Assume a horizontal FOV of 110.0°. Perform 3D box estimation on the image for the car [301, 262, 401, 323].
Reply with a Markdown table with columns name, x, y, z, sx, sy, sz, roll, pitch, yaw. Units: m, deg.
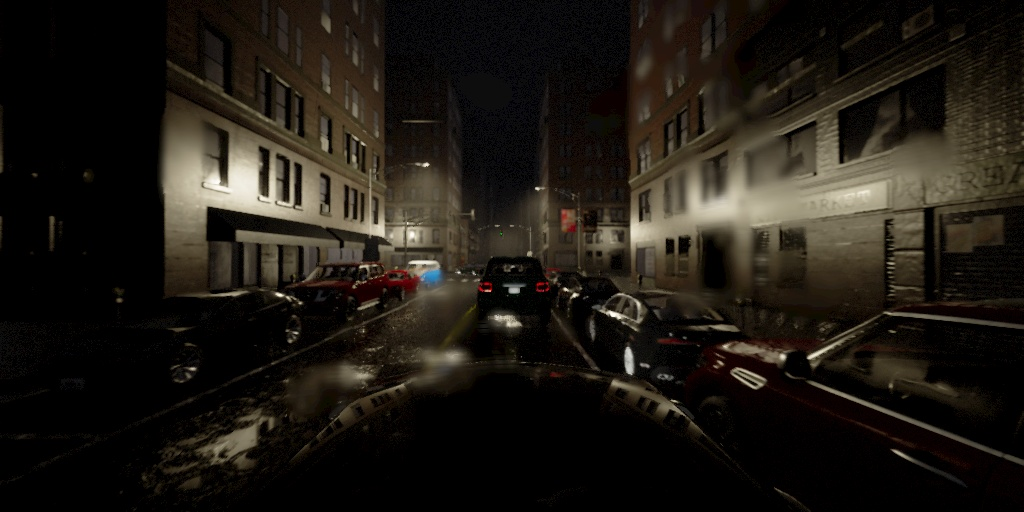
| name | x | y | z | sx | sy | sz | roll | pitch | yaw |
| --- | --- | --- | --- | --- | --- | --- | --- | --- | --- |
| car | -5.852 | 1.131 | 12.540 | 2.192 | 1.841 | 5.009 | 0 | 0 | 0 |

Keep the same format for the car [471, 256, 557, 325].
| name | x | y | z | sx | sy | sz | roll | pitch | yaw |
| --- | --- | --- | --- | --- | --- | --- | --- | --- | --- |
| car | 0.041 | 1.036 | 12.288 | 2.150 | 2.045 | 5.566 | 0 | 0 | 0 |

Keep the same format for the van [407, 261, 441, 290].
| name | x | y | z | sx | sy | sz | roll | pitch | yaw |
| --- | --- | --- | --- | --- | --- | --- | --- | --- | --- |
| van | -5.846 | 1.226 | 23.712 | 1.690 | 1.789 | 3.998 | 0 | 0 | 0 |

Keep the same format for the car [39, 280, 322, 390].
| name | x | y | z | sx | sy | sz | roll | pitch | yaw |
| --- | --- | --- | --- | --- | --- | --- | --- | --- | --- |
| car | -5.855 | 1.348 | 6.955 | 1.948 | 1.339 | 4.313 | 0 | 0 | 0 |

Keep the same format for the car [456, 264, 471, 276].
| name | x | y | z | sx | sy | sz | roll | pitch | yaw |
| --- | --- | --- | --- | --- | --- | --- | --- | --- | --- |
| car | -4.479 | 1.542 | 40.257 | 1.994 | 1.385 | 4.181 | 1 | -1 | -45 |

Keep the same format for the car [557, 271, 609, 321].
| name | x | y | z | sx | sy | sz | roll | pitch | yaw |
| --- | --- | --- | --- | --- | --- | --- | --- | --- | --- |
| car | 2.673 | 1.383 | 12.540 | 1.948 | 1.339 | 4.313 | 0 | 0 | 0 |

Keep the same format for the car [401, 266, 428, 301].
| name | x | y | z | sx | sy | sz | roll | pitch | yaw |
| --- | --- | --- | --- | --- | --- | --- | --- | --- | --- |
| car | -5.849 | 1.396 | 18.127 | 1.888 | 1.381 | 4.507 | 0 | 0 | 0 |

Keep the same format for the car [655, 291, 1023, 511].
| name | x | y | z | sx | sy | sz | roll | pitch | yaw |
| --- | --- | --- | --- | --- | --- | --- | --- | --- | --- |
| car | 2.667 | 1.063 | 1.370 | 2.192 | 1.841 | 5.009 | 0 | 0 | 0 |

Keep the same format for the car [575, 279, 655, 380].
| name | x | y | z | sx | sy | sz | roll | pitch | yaw |
| --- | --- | --- | --- | --- | --- | --- | --- | --- | --- |
| car | 2.670 | 1.333 | 6.955 | 2.007 | 1.370 | 4.403 | 0 | 0 | 0 |

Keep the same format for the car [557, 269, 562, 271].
| name | x | y | z | sx | sy | sz | roll | pitch | yaw |
| --- | --- | --- | --- | --- | --- | --- | --- | --- | --- |
| car | 2.676 | 1.417 | 18.125 | 1.948 | 1.339 | 4.313 | 0 | 0 | 0 |
